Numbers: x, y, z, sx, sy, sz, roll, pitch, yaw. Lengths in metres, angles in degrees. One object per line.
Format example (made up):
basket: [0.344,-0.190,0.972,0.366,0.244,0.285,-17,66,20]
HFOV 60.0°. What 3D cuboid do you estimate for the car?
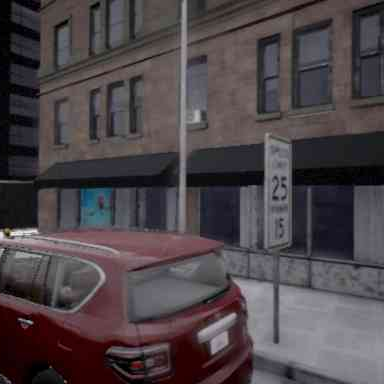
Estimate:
car: [-1.672,1.399,4.295,5.009,1.841,2.192,-1,-1,37]
